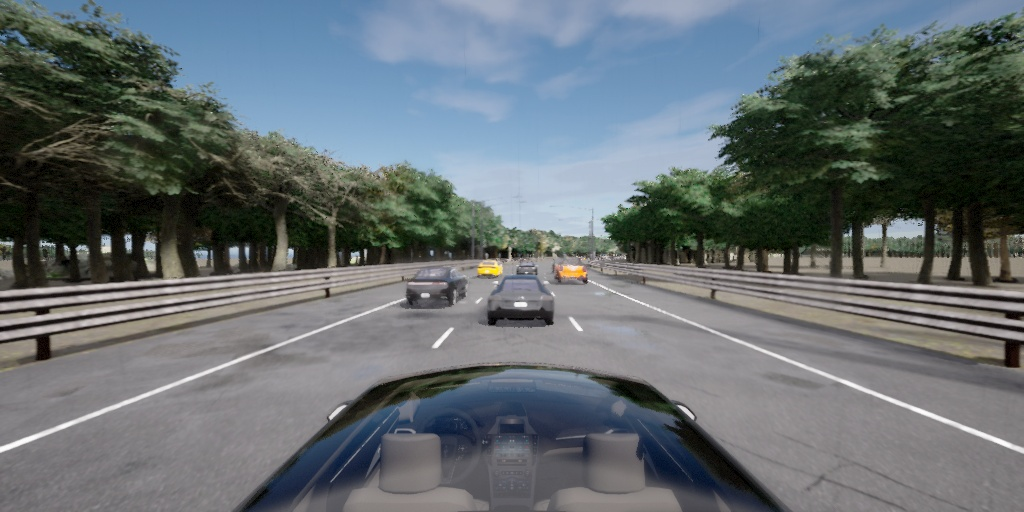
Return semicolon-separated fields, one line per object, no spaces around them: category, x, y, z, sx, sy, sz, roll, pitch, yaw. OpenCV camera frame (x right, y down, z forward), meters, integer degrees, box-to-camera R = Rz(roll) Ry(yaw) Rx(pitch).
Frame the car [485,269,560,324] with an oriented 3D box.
car;0.295;1.312;11.917;1.994;1.385;4.181;0;0;1

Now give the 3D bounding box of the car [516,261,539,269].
car;1.419;1.232;32.840;2.128;1.511;4.902;0;0;4

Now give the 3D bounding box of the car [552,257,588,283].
car;4.352;0.961;26.967;2.097;1.767;4.553;0;0;3

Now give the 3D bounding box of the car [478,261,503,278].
car;-2.008;1.213;33.900;1.882;1.535;5.008;0;0;5

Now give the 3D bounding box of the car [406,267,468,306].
car;-3.091;1.235;15.561;2.128;1.511;4.902;0;0;2
